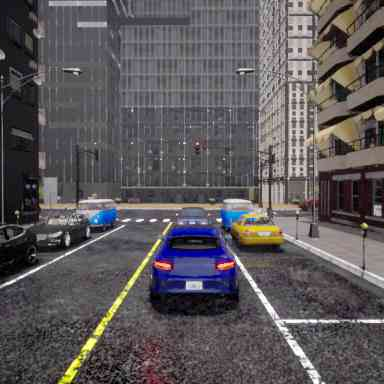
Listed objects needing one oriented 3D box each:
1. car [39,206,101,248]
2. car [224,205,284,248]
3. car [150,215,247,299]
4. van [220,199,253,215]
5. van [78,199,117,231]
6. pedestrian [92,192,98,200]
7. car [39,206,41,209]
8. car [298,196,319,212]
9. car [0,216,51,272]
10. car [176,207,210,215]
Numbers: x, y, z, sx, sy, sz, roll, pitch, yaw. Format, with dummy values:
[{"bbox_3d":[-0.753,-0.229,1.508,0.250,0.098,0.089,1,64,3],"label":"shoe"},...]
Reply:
[{"bbox_3d":[-5.711,1.548,14.429,2.008,1.369,4.403,-1,0,0],"label":"car"},{"bbox_3d":[2.669,1.522,14.576,1.752,1.417,4.829,-1,0,0],"label":"car"},{"bbox_3d":[0.060,1.524,8.308,1.812,1.442,4.674,0,0,1],"label":"car"},{"bbox_3d":[2.662,1.337,20.008,1.690,1.788,3.998,-1,0,0],"label":"van"},{"bbox_3d":[-5.718,1.337,20.030,1.690,1.788,3.998,-1,0,0],"label":"van"},{"bbox_3d":[-12.425,0.885,42.427,0.375,1.860,0.375,0,1,0],"label":"pedestrian"},{"bbox_3d":[-17.607,1.501,33.725,4.181,1.385,1.994,0,1,0],"label":"car"},{"bbox_3d":[15.209,1.338,39.348,5.009,1.841,2.192,0,1,0],"label":"car"},{"bbox_3d":[-5.707,1.564,8.826,1.947,1.339,4.313,-1,0,0],"label":"car"},{"bbox_3d":[0.047,1.544,18.551,2.033,1.411,5.357,0,0,1],"label":"car"}]
